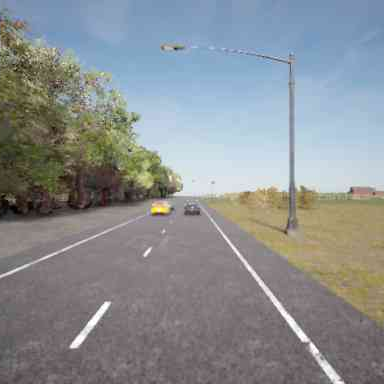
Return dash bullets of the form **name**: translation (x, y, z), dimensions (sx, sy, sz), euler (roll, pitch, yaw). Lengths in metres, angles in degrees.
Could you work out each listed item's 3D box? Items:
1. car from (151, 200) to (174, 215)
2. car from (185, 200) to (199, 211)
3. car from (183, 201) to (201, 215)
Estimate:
- **car**: translation (-3.477, 1.783, 37.654), dimensions (1.882, 1.535, 5.008), euler (0, 0, 0)
- **car**: translation (0.036, 1.956, 48.811), dimensions (1.994, 1.385, 4.181), euler (0, 0, 0)
- **car**: translation (0.023, 1.799, 38.035), dimensions (2.128, 1.511, 4.902), euler (0, 0, 0)
